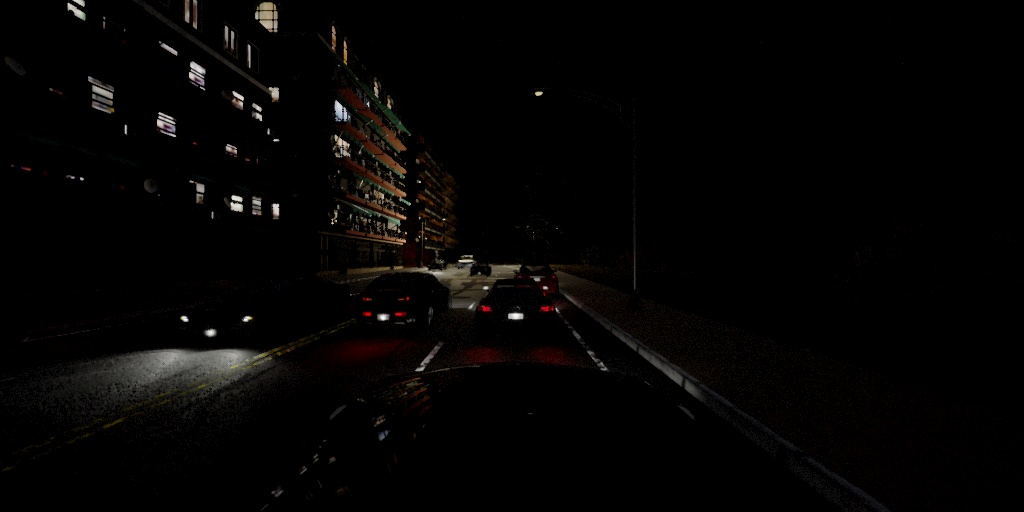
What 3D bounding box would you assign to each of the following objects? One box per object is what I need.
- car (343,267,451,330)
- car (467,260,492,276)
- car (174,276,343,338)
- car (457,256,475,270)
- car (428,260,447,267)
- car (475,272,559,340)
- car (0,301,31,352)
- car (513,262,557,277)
[{"bbox_3d":[-3.144,1.255,11.182,1.837,1.490,4.892,0,0,0],"label":"car"},{"bbox_3d":[-3.122,1.353,36.741,1.895,1.301,4.718,0,0,0],"label":"car"},{"bbox_3d":[-6.596,1.299,10.507,2.033,1.411,5.357,0,0,0],"label":"car"},{"bbox_3d":[-6.555,0.973,52.178,2.150,2.045,5.566,0,0,0],"label":"car"},{"bbox_3d":[-9.811,1.243,47.452,2.128,1.511,4.902,0,0,0],"label":"car"},{"bbox_3d":[0.101,1.315,10.017,1.994,1.385,4.181,0,0,0],"label":"car"},{"bbox_3d":[-9.849,1.242,4.483,2.128,1.511,4.902,0,0,0],"label":"car"},{"bbox_3d":[1.150,1.103,18.596,2.097,1.767,4.553,0,0,0],"label":"car"}]
